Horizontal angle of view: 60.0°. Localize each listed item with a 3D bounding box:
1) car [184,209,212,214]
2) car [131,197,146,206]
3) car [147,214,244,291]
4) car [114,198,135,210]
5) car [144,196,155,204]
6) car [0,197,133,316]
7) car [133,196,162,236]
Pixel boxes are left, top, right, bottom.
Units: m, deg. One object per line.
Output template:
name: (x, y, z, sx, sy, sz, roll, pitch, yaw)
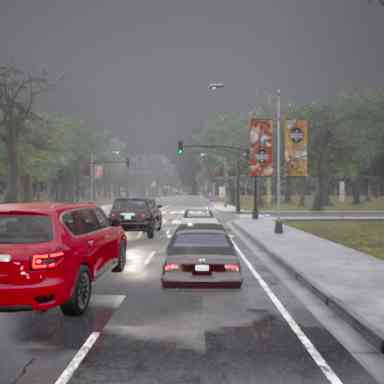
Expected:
car: (0.342, 1.643, 19.280, 1.895, 1.301, 4.718, 0, 0, -1)
car: (-9.158, 1.672, 57.239, 1.812, 1.442, 4.674, 0, 0, 2)
car: (0.233, 1.566, 9.139, 2.033, 1.411, 5.357, 0, 0, 1)
car: (-9.294, 1.640, 46.090, 1.812, 1.442, 4.674, 0, 0, 1)
car: (-8.931, 1.688, 70.309, 1.837, 1.490, 4.892, 0, 0, 1)
car: (-3.029, 1.237, 7.659, 2.150, 2.045, 5.566, 0, 0, 0)
car: (-2.915, 1.262, 17.931, 2.150, 2.045, 5.566, 0, 0, 1)
